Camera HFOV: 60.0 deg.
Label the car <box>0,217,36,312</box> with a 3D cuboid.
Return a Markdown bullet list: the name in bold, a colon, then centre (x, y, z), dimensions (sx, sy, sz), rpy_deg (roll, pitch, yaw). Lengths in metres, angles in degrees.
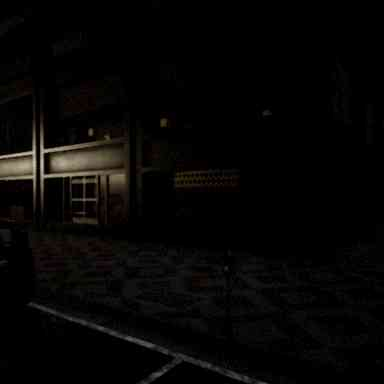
- **car**: centre (-5.117, 1.386, 6.602), dimensions (5.009, 1.841, 2.192), rpy_deg (-1, 0, 35)
